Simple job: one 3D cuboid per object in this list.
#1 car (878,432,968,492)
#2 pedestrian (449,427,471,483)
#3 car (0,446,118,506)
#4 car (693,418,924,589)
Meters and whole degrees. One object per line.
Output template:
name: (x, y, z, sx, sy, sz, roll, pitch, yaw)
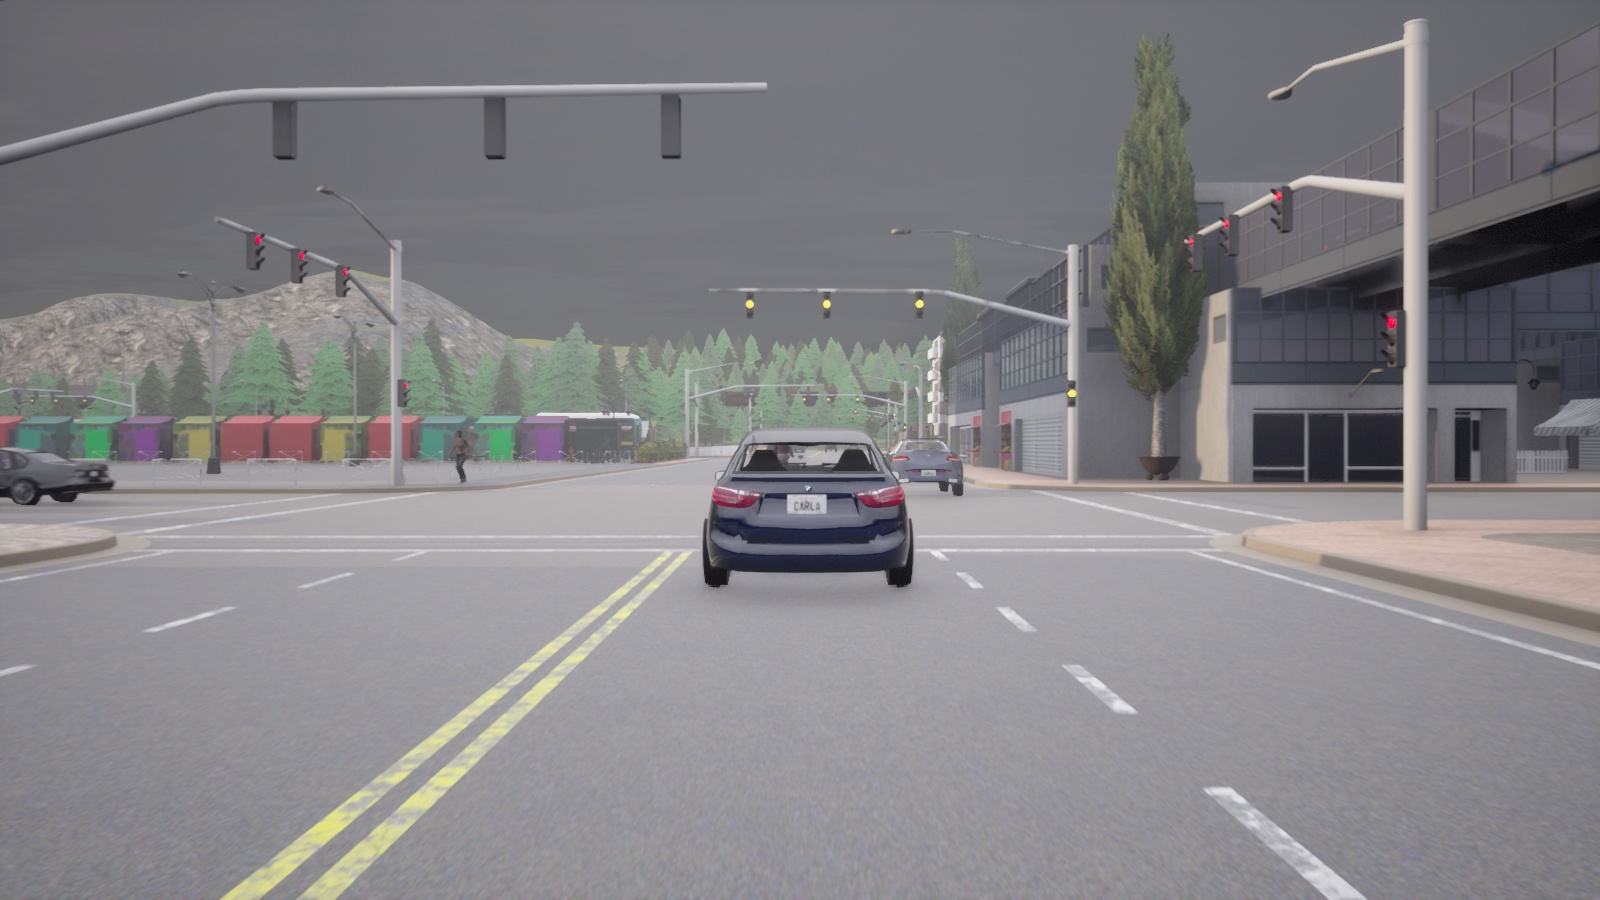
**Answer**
car: (3.524, 0.320, 36.983, 2.152, 1.651, 5.027, 0, 0, 0)
pedestrian: (-11.213, 0.163, 41.404, 0.328, 1.805, 0.869, 0, 0, 12)
car: (-19.943, 0.604, 30.782, 5.357, 1.411, 2.033, 0, 0, 0)
car: (0.086, 0.509, 14.518, 2.242, 1.667, 4.611, 0, 0, 0)
